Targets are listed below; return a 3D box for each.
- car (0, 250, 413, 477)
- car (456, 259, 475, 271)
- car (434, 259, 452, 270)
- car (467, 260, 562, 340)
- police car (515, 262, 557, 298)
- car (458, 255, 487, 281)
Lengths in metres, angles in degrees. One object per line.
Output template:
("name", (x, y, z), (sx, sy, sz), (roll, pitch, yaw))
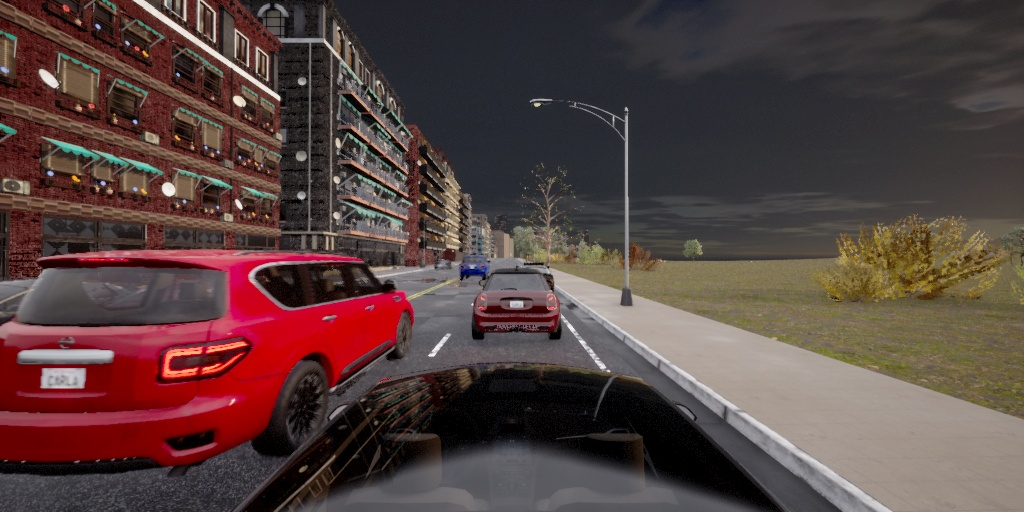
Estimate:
("car", (-3.146, 0.969, 5.201), (2.150, 2.045, 5.566), (0, 0, 0))
("car", (-6.494, 1.242, 50.782), (2.128, 1.511, 4.902), (0, 0, 0))
("car", (-9.744, 1.242, 50.768), (2.128, 1.511, 4.902), (0, 0, 0))
("car", (0.112, 1.103, 10.161), (2.097, 1.767, 4.553), (0, 0, 0))
("police car", (1.173, 1.177, 19.656), (1.930, 1.638, 5.238), (0, 0, 0))
("car", (-3.090, 0.974, 30.619), (2.150, 2.045, 5.566), (0, 0, 0))
